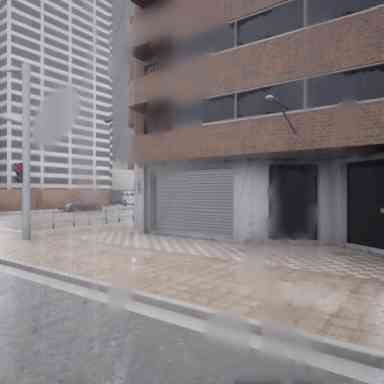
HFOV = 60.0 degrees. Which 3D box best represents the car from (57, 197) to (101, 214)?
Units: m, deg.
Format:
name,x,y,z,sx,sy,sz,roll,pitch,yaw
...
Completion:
name,x,y,z,sx,sy,sz,roll,pitch,yaw
car,-12.093,1.352,35.846,2.097,1.767,4.553,0,0,36
